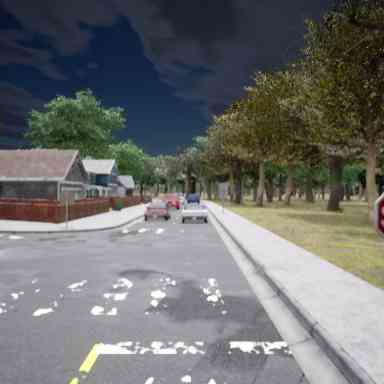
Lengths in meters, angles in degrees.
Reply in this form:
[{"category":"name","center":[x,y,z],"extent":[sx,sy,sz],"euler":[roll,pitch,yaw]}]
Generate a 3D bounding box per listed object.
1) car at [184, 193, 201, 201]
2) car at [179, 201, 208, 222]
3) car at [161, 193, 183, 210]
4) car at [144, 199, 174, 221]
[{"category":"car","center":[0.276,1.268,57.040],"extent":[2.150,2.045,5.566],"euler":[0,0,1]},{"category":"car","center":[0.205,1.603,26.233],"extent":[1.895,1.301,4.718],"euler":[0,0,0]},{"category":"car","center":[-2.678,1.243,42.586],"extent":[2.150,2.045,5.566],"euler":[0,0,0]},{"category":"car","center":[-2.743,1.528,27.229],"extent":[1.812,1.442,4.674],"euler":[0,0,0]}]
